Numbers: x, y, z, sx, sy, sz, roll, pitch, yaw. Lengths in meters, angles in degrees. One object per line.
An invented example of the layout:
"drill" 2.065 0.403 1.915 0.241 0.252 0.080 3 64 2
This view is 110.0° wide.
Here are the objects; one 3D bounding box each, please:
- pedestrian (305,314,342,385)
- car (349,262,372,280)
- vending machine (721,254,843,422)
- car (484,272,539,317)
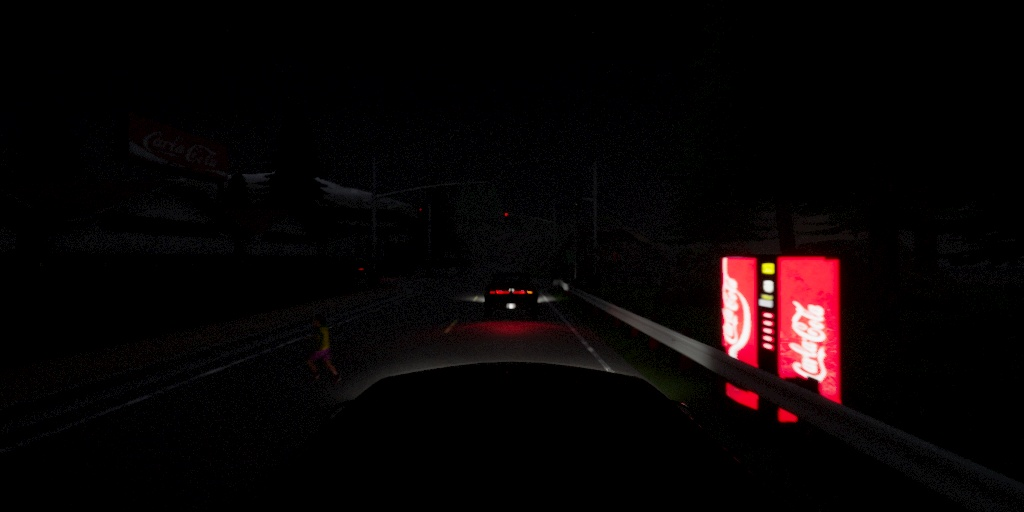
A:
"pedestrian" -2.968 1.457 5.651 0.500 1.100 0.500 0 0 0
"car" -15.404 1.316 31.803 4.892 1.490 1.837 0 0 2
"vending machine" 3.490 0.970 4.750 1.100 2.100 0.880 0 0 0
"car" -0.012 1.356 13.795 1.837 1.490 4.892 0 0 0
